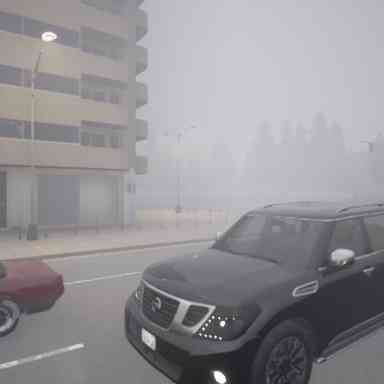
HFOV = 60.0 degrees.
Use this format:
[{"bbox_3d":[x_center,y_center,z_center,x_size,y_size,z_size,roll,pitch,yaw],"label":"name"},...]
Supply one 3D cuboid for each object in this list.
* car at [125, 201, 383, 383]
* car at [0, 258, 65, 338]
[{"bbox_3d":[1.777,1.214,5.223,5.566,2.045,2.150,-1,1,-35],"label":"car"},{"bbox_3d":[-4.576,1.601,5.003,4.718,1.301,1.895,0,0,-35],"label":"car"}]
